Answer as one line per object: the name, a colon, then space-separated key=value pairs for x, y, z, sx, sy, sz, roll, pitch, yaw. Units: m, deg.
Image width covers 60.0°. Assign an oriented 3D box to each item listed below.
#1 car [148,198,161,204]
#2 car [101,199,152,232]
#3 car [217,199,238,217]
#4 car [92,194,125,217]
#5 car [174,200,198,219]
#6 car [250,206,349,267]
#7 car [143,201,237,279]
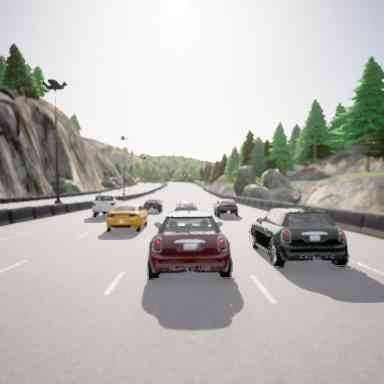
car: x=-4.179 y=1.416 z=36.589 sx=1.837 sy=1.490 sz=4.892 roll=0 pitch=0 yaw=-1
car: x=-3.819 y=1.445 z=20.153 sx=1.882 sy=1.535 sz=5.008 roll=0 pitch=0 yaw=-1
car: x=2.971 y=1.386 z=29.821 sx=1.837 sy=1.490 sz=4.892 roll=0 pitch=0 yaw=-1
car: x=-7.553 y=1.186 z=30.747 sx=2.150 sy=2.045 sz=5.566 roll=0 pitch=0 yaw=-1
car: x=-0.517 y=1.475 z=29.273 sx=1.994 sy=1.385 sz=4.181 roll=0 pitch=0 yaw=-1
car: x=3.375 y=1.289 z=11.373 sx=2.097 sy=1.767 sz=4.553 roll=0 pitch=0 yaw=-1
car: x=-0.098 y=1.321 z=10.119 sx=2.097 sy=1.767 sz=4.553 roll=0 pitch=0 yaw=-1
